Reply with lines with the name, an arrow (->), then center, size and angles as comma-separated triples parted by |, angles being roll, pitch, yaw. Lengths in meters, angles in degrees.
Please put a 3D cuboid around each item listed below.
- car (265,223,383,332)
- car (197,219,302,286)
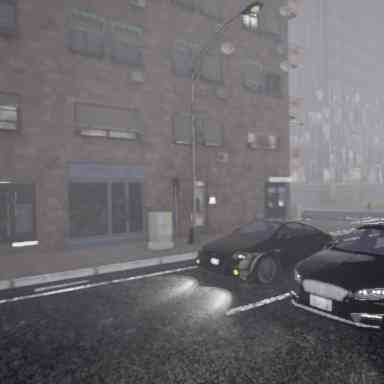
car -> 3.963, 1.396, 6.479 | 4.902, 1.511, 2.128 | -1, 0, -35
car -> 2.182, 1.466, 9.199 | 4.181, 1.385, 1.994 | -1, 1, -35
